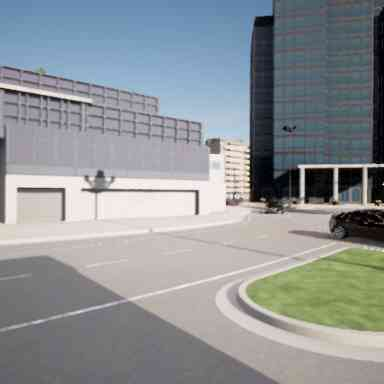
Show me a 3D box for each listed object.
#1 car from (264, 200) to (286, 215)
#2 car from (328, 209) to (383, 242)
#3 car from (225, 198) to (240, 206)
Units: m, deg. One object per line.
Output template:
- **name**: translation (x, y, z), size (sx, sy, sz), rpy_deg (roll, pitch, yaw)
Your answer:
- **car**: translation (8.926, 1.590, 35.594), size (1.837, 1.490, 4.892), rpy_deg (1, 0, 18)
- **car**: translation (8.524, 1.570, 15.206), size (1.837, 1.490, 4.892), rpy_deg (-1, 1, -24)
- **car**: translation (5.980, 1.644, 54.621), size (1.994, 1.385, 4.181), rpy_deg (0, 0, -31)
